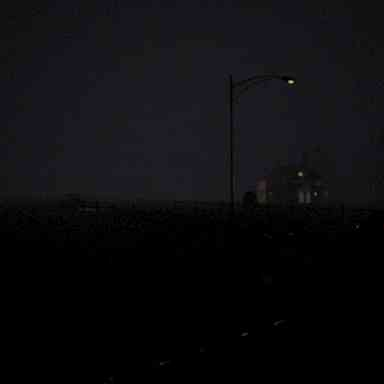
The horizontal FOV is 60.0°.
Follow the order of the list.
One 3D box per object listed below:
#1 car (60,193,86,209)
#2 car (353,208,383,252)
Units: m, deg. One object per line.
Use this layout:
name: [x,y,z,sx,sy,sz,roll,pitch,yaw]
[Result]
car: [-16.500,1.122,45.717,2.150,2.045,5.566,-1,1,-36]
car: [8.444,1.391,12.005,2.097,1.767,4.553,-1,1,-36]
